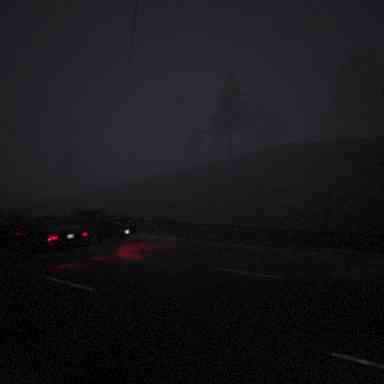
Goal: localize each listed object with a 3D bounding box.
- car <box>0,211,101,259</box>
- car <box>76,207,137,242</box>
[{"bbox_3d":[-6.144,1.545,12.683,5.357,1.411,2.033,0,0,36],"label":"car"},{"bbox_3d":[-4.825,1.501,16.038,4.892,1.490,1.837,0,0,36],"label":"car"}]
